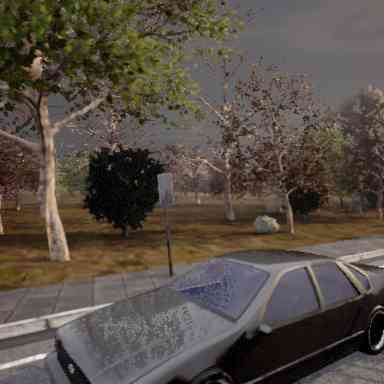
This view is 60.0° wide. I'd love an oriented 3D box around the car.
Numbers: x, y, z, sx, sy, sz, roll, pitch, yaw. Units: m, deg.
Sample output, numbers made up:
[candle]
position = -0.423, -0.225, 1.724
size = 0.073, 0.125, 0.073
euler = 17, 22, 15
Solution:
[car]
position = 0.993, 1.562, 4.570
size = 5.357, 1.411, 2.033
euler = 0, 0, -35
